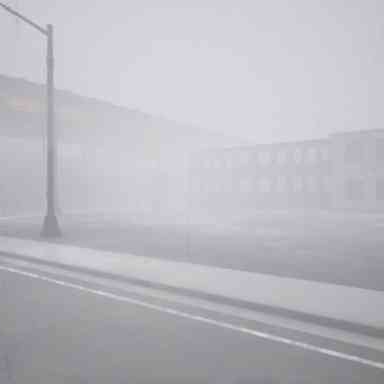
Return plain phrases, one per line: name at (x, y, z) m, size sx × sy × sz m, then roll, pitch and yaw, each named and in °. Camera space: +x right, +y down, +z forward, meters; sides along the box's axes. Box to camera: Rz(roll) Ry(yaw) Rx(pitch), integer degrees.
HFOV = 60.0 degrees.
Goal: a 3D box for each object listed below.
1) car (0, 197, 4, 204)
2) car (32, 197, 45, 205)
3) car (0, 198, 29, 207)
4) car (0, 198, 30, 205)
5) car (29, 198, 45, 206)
car at (-43.890, 1.883, 72.334) m, size 4.974 × 1.542 × 2.038 m, roll 0°, pitch 0°, yaw 2°
car at (-27.012, 1.601, 58.590) m, size 1.853 × 1.218 × 4.536 m, roll 0°, pitch 0°, yaw -23°
car at (-30.517, 1.772, 57.324) m, size 4.974 × 1.542 × 2.038 m, roll 0°, pitch 0°, yaw 7°
car at (-30.570, 1.615, 57.330) m, size 4.536 × 1.218 × 1.853 m, roll 0°, pitch 0°, yaw 7°
car at (-26.991, 1.758, 58.542) m, size 2.038 × 1.542 × 4.974 m, roll 0°, pitch 0°, yaw -23°
